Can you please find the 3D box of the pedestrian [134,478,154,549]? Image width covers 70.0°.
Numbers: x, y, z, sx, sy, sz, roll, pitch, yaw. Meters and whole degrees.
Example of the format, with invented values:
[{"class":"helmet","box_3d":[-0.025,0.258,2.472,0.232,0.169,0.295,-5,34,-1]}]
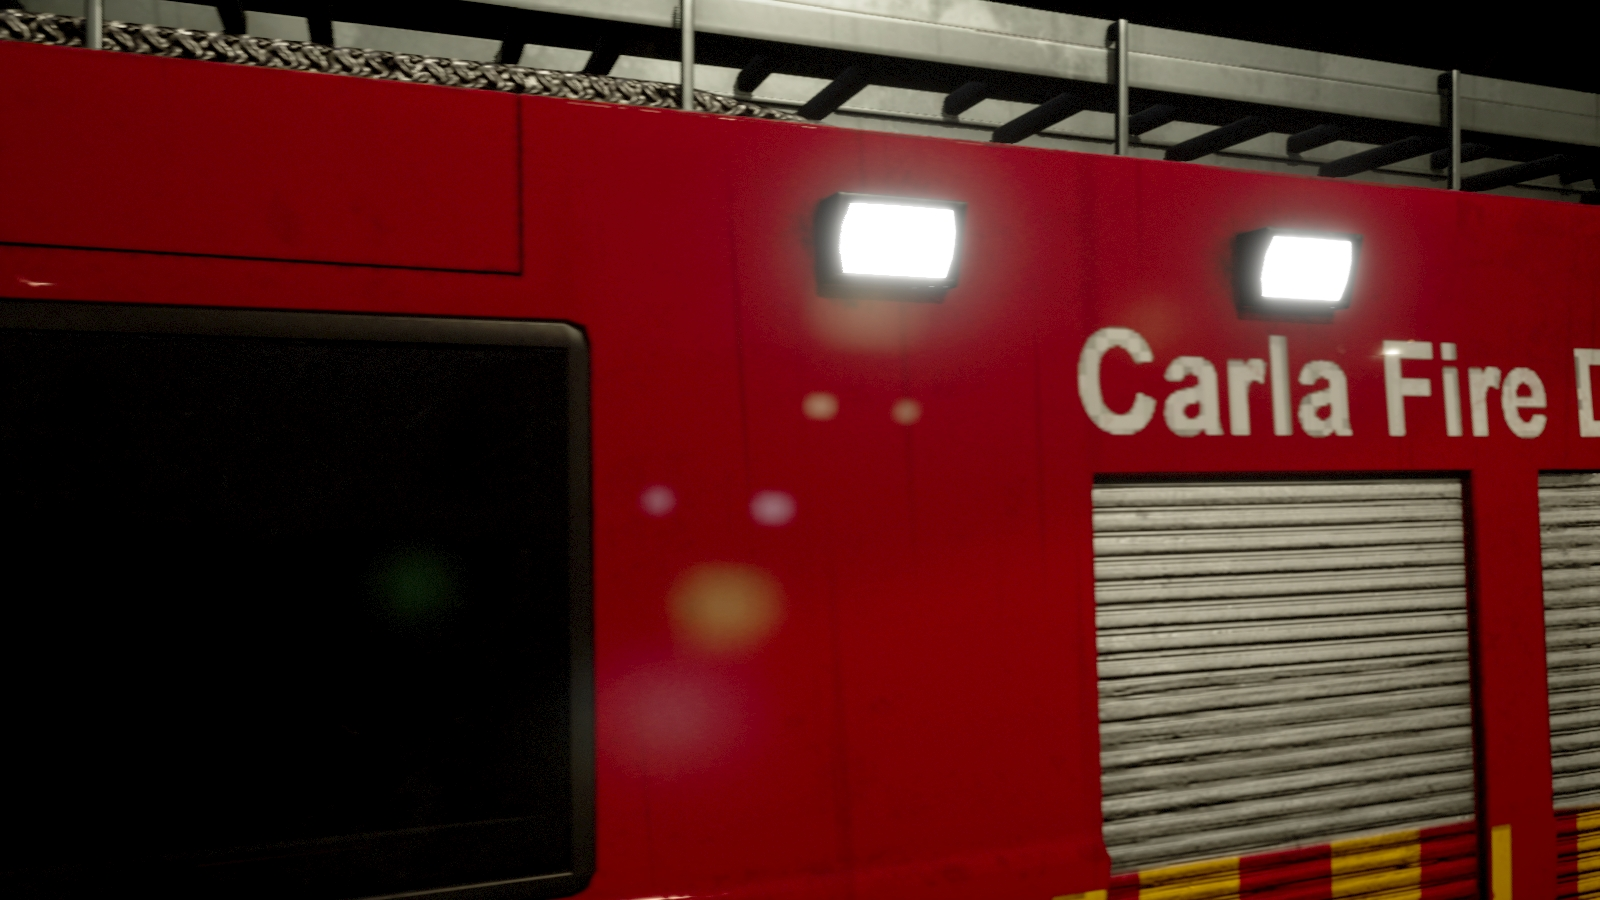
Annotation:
[{"class":"pedestrian","box_3d":[-17.632,1.702,30.705,0.375,1.860,0.375,0,0,-16]}]
